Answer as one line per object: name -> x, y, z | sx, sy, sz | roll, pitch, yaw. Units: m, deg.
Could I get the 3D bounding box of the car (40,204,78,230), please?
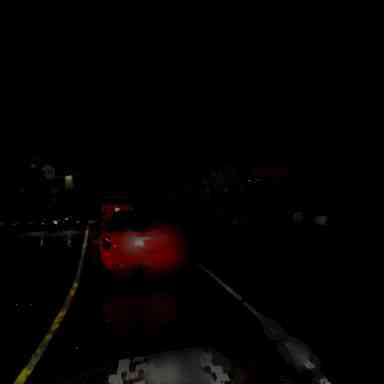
car -> -8.541, 1.534, 21.542 | 1.837, 1.490, 4.892 | 0, 0, -16

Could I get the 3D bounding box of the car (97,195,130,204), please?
car -> -5.596, 1.230, 24.095 | 2.150, 2.045, 5.566 | 0, 0, -17

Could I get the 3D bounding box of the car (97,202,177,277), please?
car -> -1.832, 1.349, 10.632 | 2.097, 1.767, 4.553 | 0, 0, -12
